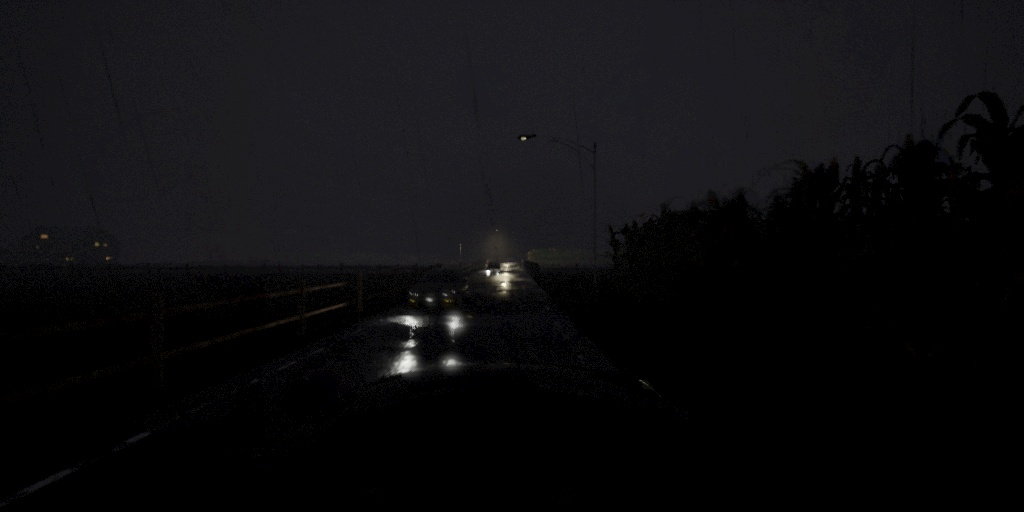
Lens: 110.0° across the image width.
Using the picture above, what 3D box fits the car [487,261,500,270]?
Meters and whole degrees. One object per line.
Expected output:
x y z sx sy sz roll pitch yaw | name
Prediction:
-2.817 1.478 55.248 1.895 1.301 4.718 0 0 1 | car

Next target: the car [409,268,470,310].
-2.851 1.292 14.922 1.837 1.490 4.892 0 0 0 | car
